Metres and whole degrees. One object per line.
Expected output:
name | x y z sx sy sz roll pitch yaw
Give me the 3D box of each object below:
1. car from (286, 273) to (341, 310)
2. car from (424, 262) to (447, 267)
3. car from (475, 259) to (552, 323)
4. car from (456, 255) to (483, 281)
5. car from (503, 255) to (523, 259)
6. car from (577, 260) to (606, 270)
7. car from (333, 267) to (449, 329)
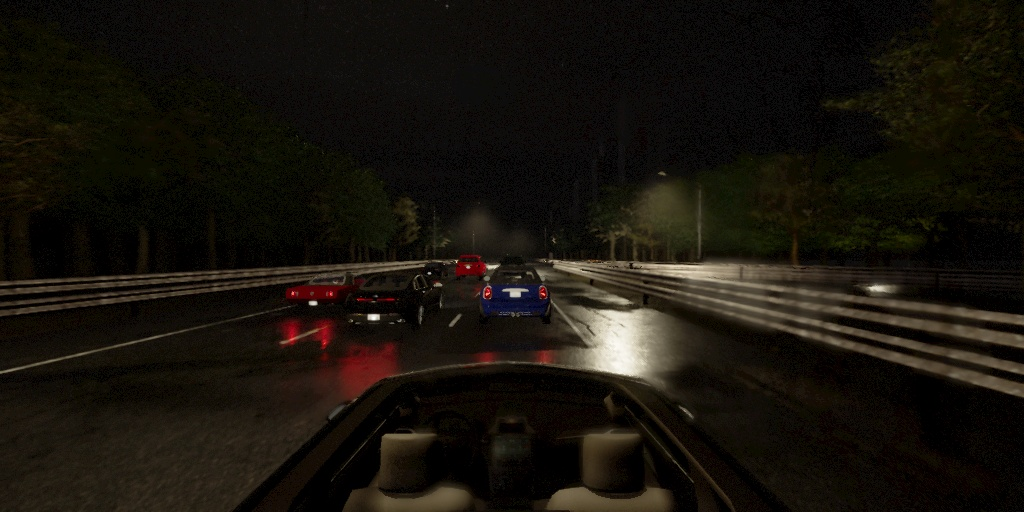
car | -6.904 1.351 14.678 1.895 1.301 4.718 0 0 0
car | -6.923 1.277 32.350 1.812 1.442 4.674 0 0 0
car | 0.095 1.103 12.186 2.097 1.767 4.553 0 0 0
car | -3.409 0.973 30.579 2.150 2.045 5.566 0 0 0
car | 0.091 0.973 30.583 2.150 2.045 5.566 0 0 0
car | 10.830 1.306 49.324 1.882 1.535 5.008 0 0 -24
car | -3.403 1.255 11.240 1.837 1.490 4.892 0 0 0
